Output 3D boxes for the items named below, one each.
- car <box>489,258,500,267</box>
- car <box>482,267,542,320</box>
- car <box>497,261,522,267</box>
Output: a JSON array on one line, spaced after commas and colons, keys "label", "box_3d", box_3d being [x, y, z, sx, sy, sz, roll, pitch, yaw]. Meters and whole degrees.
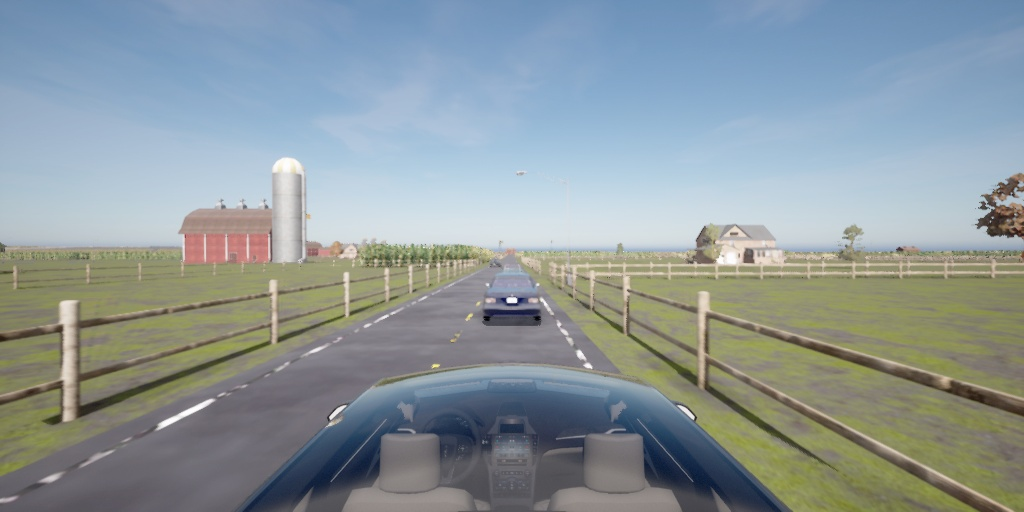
[{"label": "car", "box_3d": [-2.819, 1.147, 60.363, 1.837, 1.490, 4.892, 0, 1, 0]}, {"label": "car", "box_3d": [0.018, 1.284, 12.510, 2.033, 1.411, 5.357, 0, 0, 0]}, {"label": "car", "box_3d": [0.030, 1.310, 29.078, 1.895, 1.301, 4.718, 0, 0, 1]}]
